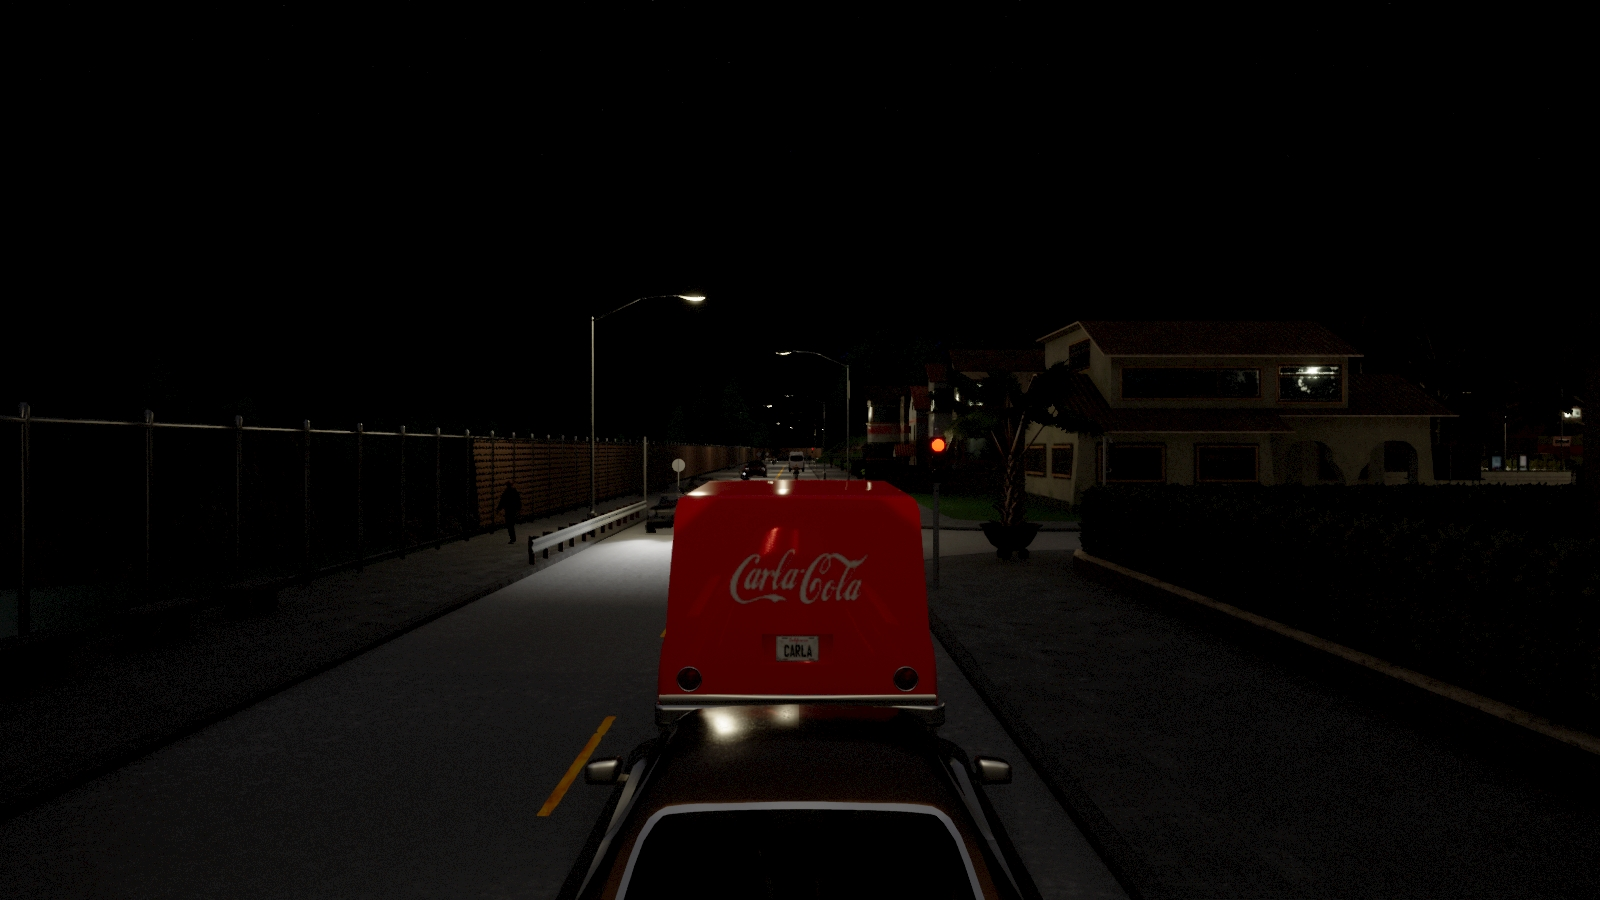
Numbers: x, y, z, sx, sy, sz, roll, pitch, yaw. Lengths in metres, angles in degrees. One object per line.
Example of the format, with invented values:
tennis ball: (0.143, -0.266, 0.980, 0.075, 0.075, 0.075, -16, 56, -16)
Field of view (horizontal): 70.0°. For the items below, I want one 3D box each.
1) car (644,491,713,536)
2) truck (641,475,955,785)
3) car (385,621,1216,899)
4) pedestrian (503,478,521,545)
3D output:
car: (-4.111, 2.141, 39.315, 1.895, 1.301, 4.718, 0, 0, 0)
truck: (-0.025, 1.564, 12.158, 2.627, 2.467, 5.204, 0, 0, 0)
car: (-0.006, 1.989, 5.238, 2.152, 1.651, 5.027, 0, 0, 0)
pedestrian: (-8.135, 1.733, 32.256, 0.375, 1.860, 0.375, 0, 0, 12)
